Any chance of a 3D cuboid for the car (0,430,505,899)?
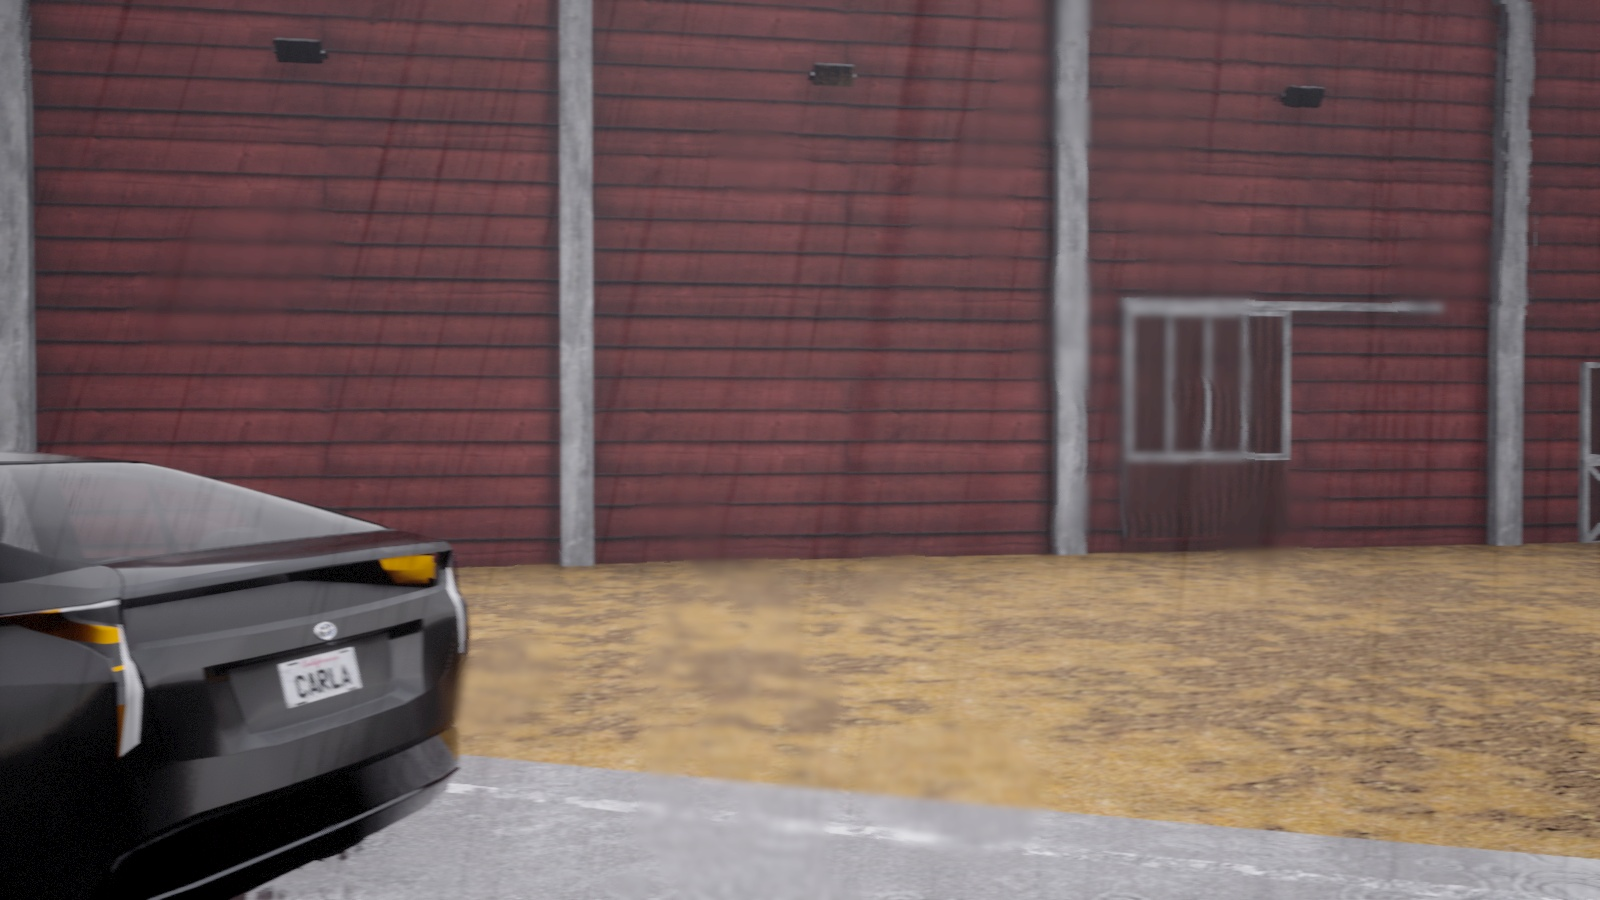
[{"bbox_3d":[-3.550,0.690,4.460,4.514,1.525,2.007,1,1,20],"label":"car"}]
